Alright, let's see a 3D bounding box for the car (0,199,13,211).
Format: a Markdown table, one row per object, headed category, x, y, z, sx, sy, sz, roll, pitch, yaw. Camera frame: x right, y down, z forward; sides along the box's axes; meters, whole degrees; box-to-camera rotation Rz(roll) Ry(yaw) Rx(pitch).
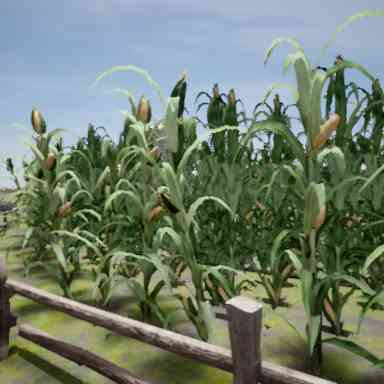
| category | x | y | z | sx | sy | sz | roll | pitch | yaw |
| --- | --- | --- | --- | --- | --- | --- | --- | --- | --- |
| car | -20.555 | 1.389 | 33.895 | 1.994 | 1.385 | 4.181 | -1 | 1 | 33 |
